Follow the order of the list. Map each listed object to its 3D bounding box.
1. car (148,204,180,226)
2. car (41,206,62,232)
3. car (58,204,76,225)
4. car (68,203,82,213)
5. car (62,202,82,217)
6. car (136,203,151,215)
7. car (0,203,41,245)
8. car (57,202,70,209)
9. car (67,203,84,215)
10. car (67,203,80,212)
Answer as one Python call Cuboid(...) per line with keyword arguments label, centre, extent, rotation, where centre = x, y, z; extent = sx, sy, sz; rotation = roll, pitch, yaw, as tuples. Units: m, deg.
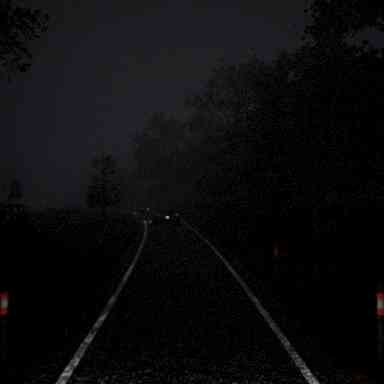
Cuboid(label="car", centre=(-2.060, 1.790, 25.492), extent=(1.994, 1.385, 4.181), rotation=(0, -1, -9))
Cuboid(label="car", centre=(-10.299, 1.914, 21.374), extent=(2.231, 1.521, 4.892), rotation=(2, -2, -9))
Cuboid(label="car", centre=(-11.223, 2.016, 26.887), extent=(2.231, 1.521, 4.892), rotation=(2, -2, -9))
Cuboid(label="car", centre=(-18.942, 2.578, 53.846), extent=(2.097, 1.535, 5.008), rotation=(0, -2, -20))
Cuboid(label="car", centre=(-15.049, 2.314, 42.462), extent=(2.097, 1.535, 5.008), rotation=(0, -1, -16))
Cuboid(label="car", centre=(-5.753, 2.038, 41.272), extent=(1.994, 1.385, 4.181), rotation=(-1, -1, -17))
Cuboid(label="car", centre=(-9.557, 1.562, 15.802), extent=(2.435, 2.045, 5.566), rotation=(2, -2, -7))
Cuboid(label="car", centre=(-28.753, 3.079, 74.515), extent=(2.002, 1.452, 4.674), rotation=(1, -1, -30))
Cuboid(label="car", centre=(-16.967, 2.445, 48.490), extent=(2.231, 1.521, 4.892), rotation=(0, -1, -18))
Cuboid(label="car", centre=(-21.284, 2.742, 59.620), extent=(2.002, 1.452, 4.674), rotation=(0, -1, -23))
